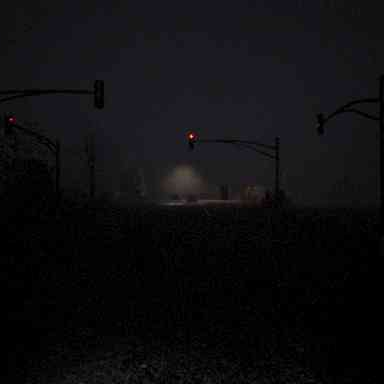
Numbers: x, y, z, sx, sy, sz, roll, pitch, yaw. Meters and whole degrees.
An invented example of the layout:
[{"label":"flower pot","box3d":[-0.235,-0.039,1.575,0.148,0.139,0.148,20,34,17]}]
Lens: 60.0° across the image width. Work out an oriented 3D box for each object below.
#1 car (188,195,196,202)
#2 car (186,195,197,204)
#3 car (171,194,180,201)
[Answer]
[{"label":"car","box3d":[-0.069,1.425,77.964,1.837,1.490,4.892,0,0,0]},{"label":"car","box3d":[-0.059,1.424,67.928,2.097,1.767,4.553,0,0,0]},{"label":"car","box3d":[-3.564,1.195,72.131,1.837,1.490,4.892,0,0,0]}]
